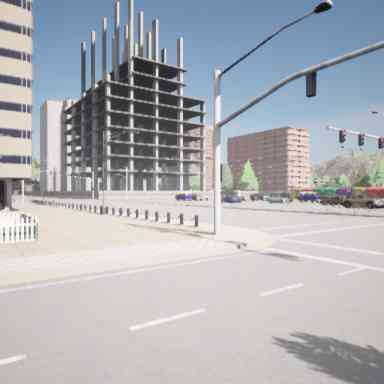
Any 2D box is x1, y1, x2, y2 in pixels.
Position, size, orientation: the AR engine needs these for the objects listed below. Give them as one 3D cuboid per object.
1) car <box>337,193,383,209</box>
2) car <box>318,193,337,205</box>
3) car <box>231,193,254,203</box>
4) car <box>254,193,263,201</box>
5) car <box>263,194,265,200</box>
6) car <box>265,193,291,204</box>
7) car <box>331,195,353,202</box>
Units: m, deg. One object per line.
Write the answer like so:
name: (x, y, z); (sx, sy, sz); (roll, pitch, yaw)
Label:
car: (20.804, 1.112, 40.777); (1.932, 1.855, 4.605); (0, 0, -36)
car: (28.975, 1.113, 68.084); (1.932, 1.855, 4.605); (0, 0, -36)
car: (11.201, 1.352, 73.856); (1.970, 1.475, 3.806); (0, 0, -36)
car: (13.560, 1.321, 75.534); (1.784, 1.438, 3.905); (0, 0, -36)
car: (15.716, 1.111, 77.132); (1.932, 1.855, 4.605); (0, 0, -36)
car: (15.264, 1.353, 58.208); (1.970, 1.475, 3.806); (0, 0, -36)
car: (31.372, 1.324, 69.713); (1.784, 1.438, 3.905); (0, 0, -36)
